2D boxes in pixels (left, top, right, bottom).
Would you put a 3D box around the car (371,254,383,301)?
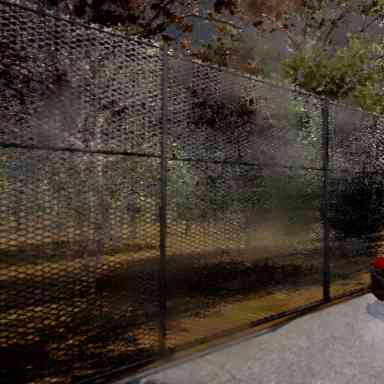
[{"bbox_3d":[5.796,1.493,7.155,5.008,1.535,1.882,0,0,-35],"label":"car"}]
